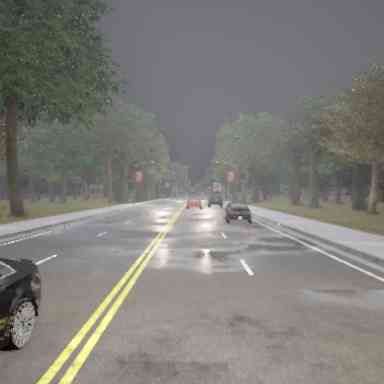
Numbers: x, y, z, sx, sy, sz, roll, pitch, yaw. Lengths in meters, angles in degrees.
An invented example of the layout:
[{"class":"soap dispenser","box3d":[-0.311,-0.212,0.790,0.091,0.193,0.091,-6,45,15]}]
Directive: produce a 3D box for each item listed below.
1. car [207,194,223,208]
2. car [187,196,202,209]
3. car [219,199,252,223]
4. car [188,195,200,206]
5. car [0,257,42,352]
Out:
[{"class":"car","box3d":[3.499,1.317,50.227,2.150,2.045,5.566,0,0,1]},{"class":"car","box3d":[0.320,1.434,47.345,2.097,1.767,4.553,0,0,0]},{"class":"car","box3d":[3.376,1.531,25.452,1.837,1.490,4.892,0,0,1]},{"class":"car","box3d":[0.343,1.479,59.430,2.097,1.767,4.553,0,0,1]},{"class":"car","box3d":[-3.312,1.494,3.371,2.128,1.511,4.902,0,0,0]}]
